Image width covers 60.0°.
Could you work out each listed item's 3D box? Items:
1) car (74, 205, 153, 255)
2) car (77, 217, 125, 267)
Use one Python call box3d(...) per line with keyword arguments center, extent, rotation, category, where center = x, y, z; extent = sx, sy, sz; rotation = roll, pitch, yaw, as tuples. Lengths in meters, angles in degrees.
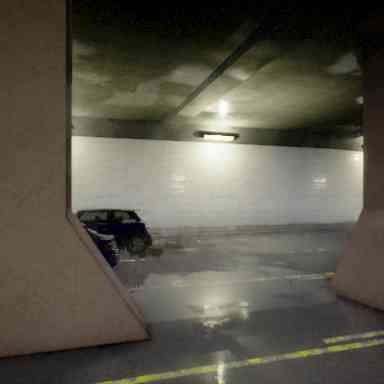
box3d(center=(-3.814, 1.378, 12.435), extent=(4.553, 1.767, 2.097), rotation=(0, 0, -17), category="car")
box3d(center=(-4.276, 1.540, 8.647), extent=(4.674, 1.442, 1.812), rotation=(0, 0, -17), category="car")
